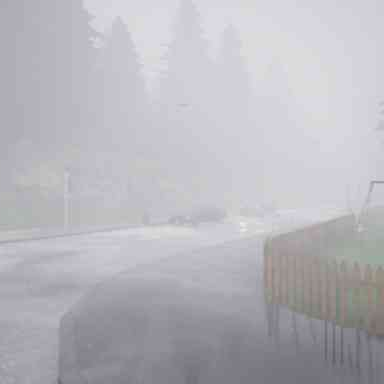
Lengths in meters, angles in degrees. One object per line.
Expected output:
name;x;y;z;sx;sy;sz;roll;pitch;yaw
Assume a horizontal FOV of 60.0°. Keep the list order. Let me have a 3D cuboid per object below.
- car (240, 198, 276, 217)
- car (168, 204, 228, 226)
car;6.361;1.371;31.864;2.097;1.767;4.553;0;0;36
car;0.579;1.567;23.775;2.033;1.411;5.357;0;0;36
